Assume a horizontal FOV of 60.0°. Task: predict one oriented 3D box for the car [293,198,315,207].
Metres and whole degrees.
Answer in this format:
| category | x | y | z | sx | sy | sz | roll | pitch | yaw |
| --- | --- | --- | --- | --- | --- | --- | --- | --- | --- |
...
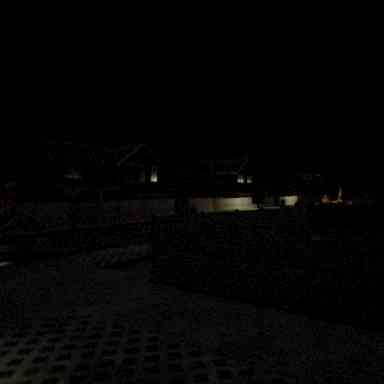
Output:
| category | x | y | z | sx | sy | sz | roll | pitch | yaw |
| --- | --- | --- | --- | --- | --- | --- | --- | --- | --- |
| car | 15.498 | 1.559 | 45.813 | 1.994 | 1.385 | 4.181 | 0 | 0 | 36 |
